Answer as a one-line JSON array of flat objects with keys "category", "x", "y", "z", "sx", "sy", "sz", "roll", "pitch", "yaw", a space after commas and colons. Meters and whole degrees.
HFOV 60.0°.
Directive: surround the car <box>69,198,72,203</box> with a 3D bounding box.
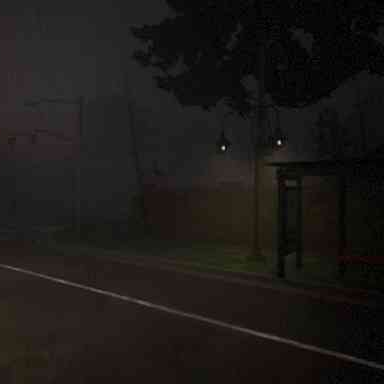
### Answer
[{"category": "car", "x": -19.961, "y": 1.162, "z": 50.559, "sx": 3.806, "sy": 1.475, "sz": 1.970, "roll": 0, "pitch": 0, "yaw": 36}]
